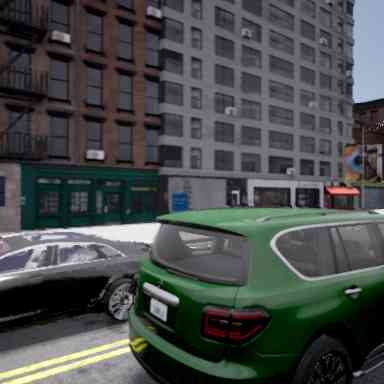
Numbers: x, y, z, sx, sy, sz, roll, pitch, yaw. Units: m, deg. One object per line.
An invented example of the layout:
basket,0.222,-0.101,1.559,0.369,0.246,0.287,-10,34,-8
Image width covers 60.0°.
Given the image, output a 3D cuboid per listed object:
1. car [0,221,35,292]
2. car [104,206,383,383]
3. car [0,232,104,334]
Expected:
car,-6.162,1.523,7.275,4.674,1.442,1.812,0,0,-35
car,1.861,1.233,4.763,5.566,2.045,2.150,0,0,-36
car,-2.795,1.494,5.684,4.902,1.511,2.128,0,0,-35
